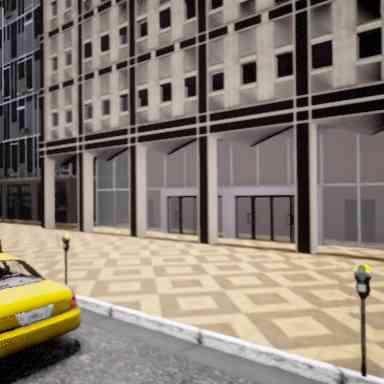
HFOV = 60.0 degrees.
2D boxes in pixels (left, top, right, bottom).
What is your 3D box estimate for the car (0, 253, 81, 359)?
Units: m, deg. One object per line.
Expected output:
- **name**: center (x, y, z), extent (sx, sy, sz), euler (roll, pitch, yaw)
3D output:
- **car**: center (-3.914, 1.594, 5.675), extent (4.829, 1.417, 1.752), euler (-1, 0, 36)
